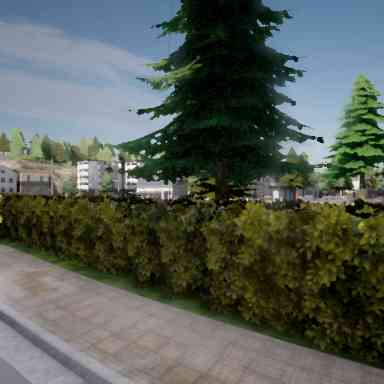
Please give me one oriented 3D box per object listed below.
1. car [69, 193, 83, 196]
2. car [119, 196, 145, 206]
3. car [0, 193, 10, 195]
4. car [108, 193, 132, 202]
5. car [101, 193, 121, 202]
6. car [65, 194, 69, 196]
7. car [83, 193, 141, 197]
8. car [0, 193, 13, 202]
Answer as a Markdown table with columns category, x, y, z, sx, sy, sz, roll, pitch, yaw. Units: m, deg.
| category | x | y | z | sx | sy | sz | roll | pitch | yaw |
| --- | --- | --- | --- | --- | --- | --- | --- | --- | --- |
| car | -26.519 | 1.143 | 81.299 | 5.027 | 1.636 | 2.152 | 0 | 0 | -45 |
| car | -9.719 | 1.378 | 53.936 | 3.806 | 1.475 | 1.970 | 0 | 0 | -45 |
| car | -23.156 | 1.324 | 40.980 | 5.027 | 1.636 | 2.152 | 0 | 0 | -45 |
| car | -15.238 | 1.089 | 70.372 | 4.605 | 1.855 | 1.932 | 0 | 0 | -45 |
| car | -17.566 | 1.068 | 72.159 | 3.866 | 1.878 | 1.905 | 0 | 0 | -45 |
| car | -31.240 | 1.221 | 85.657 | 3.806 | 1.475 | 1.970 | 0 | 0 | -45 |
| car | -7.307 | 1.217 | 32.444 | 5.566 | 2.045 | 2.150 | 0 | 0 | -45 |
| car | -41.134 | 1.086 | 71.377 | 4.605 | 1.855 | 1.932 | 0 | 0 | -45 |
